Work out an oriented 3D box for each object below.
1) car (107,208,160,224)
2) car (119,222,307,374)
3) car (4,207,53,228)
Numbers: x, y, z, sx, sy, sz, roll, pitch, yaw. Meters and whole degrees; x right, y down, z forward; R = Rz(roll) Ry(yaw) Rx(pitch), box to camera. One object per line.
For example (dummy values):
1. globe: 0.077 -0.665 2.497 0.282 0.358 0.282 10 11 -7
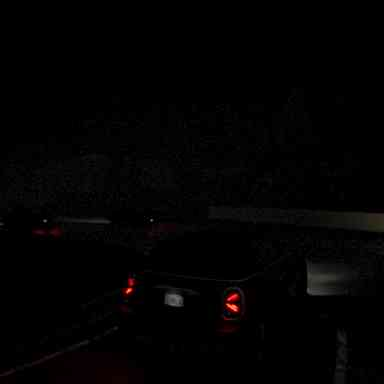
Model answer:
1. car: -5.078 2.029 28.357 4.718 1.301 1.895 0 -1 36
2. car: 0.755 1.455 6.190 2.097 1.767 4.553 -1 -1 28
3. car: -12.284 1.872 24.971 4.674 1.442 1.812 0 -1 36
